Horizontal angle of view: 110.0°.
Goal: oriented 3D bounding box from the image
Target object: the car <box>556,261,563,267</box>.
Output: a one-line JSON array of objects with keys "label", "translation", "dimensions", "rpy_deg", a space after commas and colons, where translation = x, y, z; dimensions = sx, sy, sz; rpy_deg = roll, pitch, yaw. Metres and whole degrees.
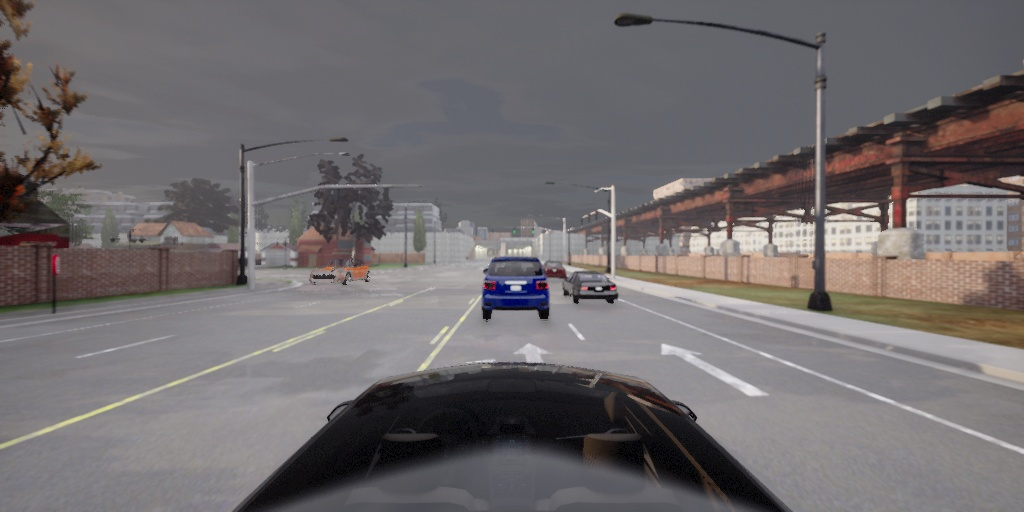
[{"label": "car", "translation": [3.590, 1.255, 32.482], "dimensions": [2.097, 1.767, 4.553], "rpy_deg": [0, 0, 0]}]

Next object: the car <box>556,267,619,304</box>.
[{"label": "car", "translation": [3.596, 1.424, 17.368], "dimensions": [2.033, 1.411, 5.357], "rpy_deg": [0, 0, 0]}]

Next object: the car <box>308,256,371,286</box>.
[{"label": "car", "translation": [-10.508, 0.870, 22.185], "dimensions": [2.097, 1.767, 4.553], "rpy_deg": [0, 0, 0]}]

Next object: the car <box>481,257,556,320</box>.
[{"label": "car", "translation": [0.098, 1.064, 13.189], "dimensions": [2.150, 2.045, 5.566], "rpy_deg": [0, -1, 0]}]
